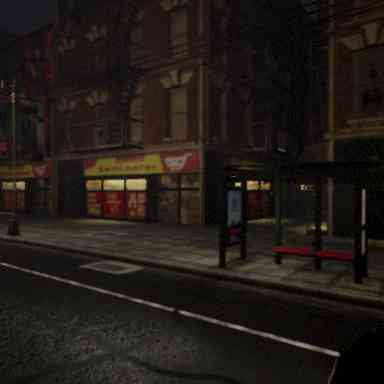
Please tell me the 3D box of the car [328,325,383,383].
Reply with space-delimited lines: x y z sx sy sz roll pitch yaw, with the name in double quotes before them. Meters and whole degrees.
"car" 3.295 1.502 1.638 4.902 1.511 2.128 1 0 36
